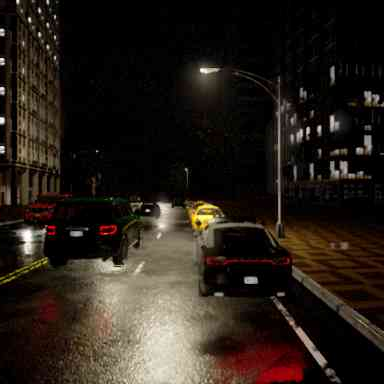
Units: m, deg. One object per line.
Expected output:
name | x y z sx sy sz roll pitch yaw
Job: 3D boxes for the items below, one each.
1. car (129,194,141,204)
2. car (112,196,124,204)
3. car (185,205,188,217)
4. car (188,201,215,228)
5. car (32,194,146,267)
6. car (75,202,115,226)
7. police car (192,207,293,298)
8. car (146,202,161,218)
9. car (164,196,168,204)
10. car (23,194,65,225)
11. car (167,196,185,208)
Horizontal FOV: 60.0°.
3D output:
car | -11.200 1.307 65.428 2.097 1.767 4.553 0 0 -8
car | -14.497 1.502 65.578 2.033 1.411 5.357 0 0 -9
car | 0.618 1.431 25.016 1.801 1.575 5.366 0 0 -3
car | 0.870 1.437 18.926 1.801 1.575 5.366 0 0 -2
car | -3.119 1.208 11.570 2.150 2.045 5.566 0 0 -1
car | -6.963 1.499 24.311 1.812 1.442 4.674 0 0 -3
police car | 1.070 1.416 8.689 1.930 1.638 5.238 0 0 0
car | -3.820 1.534 29.619 1.994 1.385 4.181 0 0 -3
car | -4.293 1.480 64.121 1.812 1.442 4.674 0 0 -9
car | -10.227 1.194 24.454 2.150 2.045 5.566 0 0 -3
car | -1.932 1.507 45.969 2.033 1.411 5.357 0 0 -6
